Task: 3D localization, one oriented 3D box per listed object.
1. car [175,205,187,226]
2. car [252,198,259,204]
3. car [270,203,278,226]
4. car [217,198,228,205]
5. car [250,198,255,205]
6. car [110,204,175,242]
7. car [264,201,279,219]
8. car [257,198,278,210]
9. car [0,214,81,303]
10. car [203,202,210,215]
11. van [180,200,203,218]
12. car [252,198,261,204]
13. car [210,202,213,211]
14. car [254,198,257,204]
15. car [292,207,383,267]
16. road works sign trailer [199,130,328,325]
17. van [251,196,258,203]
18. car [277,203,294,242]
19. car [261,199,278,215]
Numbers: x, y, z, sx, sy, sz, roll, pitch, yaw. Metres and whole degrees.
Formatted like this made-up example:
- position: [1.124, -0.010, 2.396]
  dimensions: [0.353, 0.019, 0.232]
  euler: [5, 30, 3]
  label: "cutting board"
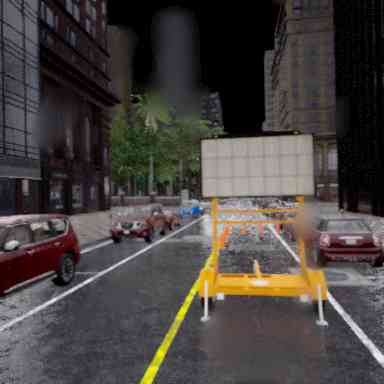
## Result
- position: [-1.884, 1.871, 23.524]
  dimensions: [1.887, 1.381, 4.507]
  euler: [-2, -1, 9]
  label: "car"
- position: [16.375, 2.188, 86.033]
  dimensions: [1.752, 1.417, 4.829]
  euler: [-2, -1, 9]
  label: "car"
- position: [6.536, 1.668, 22.215]
  dimensions: [1.887, 1.381, 4.507]
  euler: [-2, -1, 9]
  label: "car"
- position: [7.103, 2.371, 81.824]
  dimensions: [2.008, 1.369, 4.403]
  euler: [-2, -1, 9]
  label: "car"
- position: [14.699, 2.140, 75.150]
  dimensions: [1.947, 1.339, 4.313]
  euler: [-2, -1, 9]
  label: "car"
- position: [-2.717, 1.594, 18.165]
  dimensions: [2.192, 1.841, 5.009]
  euler: [-2, -1, 9]
  label: "car"
- position: [7.364, 1.722, 27.576]
  dimensions: [2.008, 1.369, 4.403]
  euler: [-2, -1, 9]
  label: "car"
- position: [9.011, 1.580, 38.303]
  dimensions: [2.192, 1.841, 5.009]
  euler: [-2, -1, 9]
  label: "car"
- position: [-4.370, 1.502, 7.440]
  dimensions: [2.192, 1.841, 5.009]
  euler: [-2, -1, 9]
  label: "car"
- position: [0.593, 1.908, 39.613]
  dimensions: [1.967, 1.590, 4.097]
  euler: [-2, -1, 9]
  label: "car"
- position: [-0.236, 1.762, 34.252]
  dimensions: [1.690, 1.788, 3.998]
  euler: [-2, -1, 9]
  label: "van"
- position: [15.524, 2.184, 80.507]
  dimensions: [1.947, 1.339, 4.313]
  euler: [-2, -1, 9]
  label: "car"
- position: [2.250, 2.142, 50.337]
  dimensions: [1.802, 1.307, 4.206]
  euler: [-2, -1, 9]
  label: "car"
- position: [10.671, 1.923, 49.023]
  dimensions: [1.947, 1.339, 4.313]
  euler: [-2, -1, 9]
  label: "car"
- position: [4.882, 1.470, 11.493]
  dimensions: [1.967, 1.590, 4.097]
  euler: [-2, -1, 9]
  label: "car"
- position: [1.414, 0.520, 7.254]
  dimensions: [2.380, 3.560, 2.880]
  euler: [-1, -1, 9]
  label: "road works sign trailer"
- position: [17.170, 2.045, 91.224]
  dimensions: [1.690, 1.788, 3.998]
  euler: [-2, -1, 9]
  label: "van"
- position: [5.708, 1.516, 16.855]
  dimensions: [1.967, 1.590, 4.097]
  euler: [-2, -1, 9]
  label: "car"
- position: [8.216, 1.745, 33.106]
  dimensions: [1.752, 1.417, 4.829]
  euler: [-2, -1, 9]
  label: "car"
